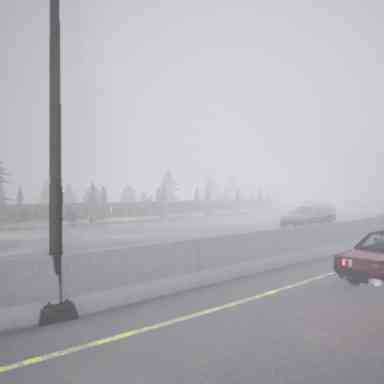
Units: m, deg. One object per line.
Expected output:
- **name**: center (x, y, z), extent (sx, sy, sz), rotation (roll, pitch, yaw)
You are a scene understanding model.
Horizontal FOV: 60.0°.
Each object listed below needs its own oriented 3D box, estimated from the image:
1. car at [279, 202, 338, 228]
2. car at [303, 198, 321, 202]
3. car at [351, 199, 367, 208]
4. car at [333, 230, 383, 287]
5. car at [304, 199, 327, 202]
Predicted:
- **car**: center (7.070, 1.572, 20.025), extent (1.882, 1.535, 5.008), rotation (0, 0, 43)
- **car**: center (15.612, 1.787, 44.240), extent (1.837, 1.490, 4.892), rotation (0, -1, 27)
- **car**: center (27.908, 1.911, 55.804), extent (1.812, 1.442, 4.674), rotation (0, -1, 18)
- **car**: center (5.579, 1.633, 8.506), extent (4.718, 1.301, 1.895), rotation (0, 0, -41)
- **car**: center (13.176, 1.731, 33.167), extent (2.033, 1.411, 5.357), rotation (0, -1, 34)
